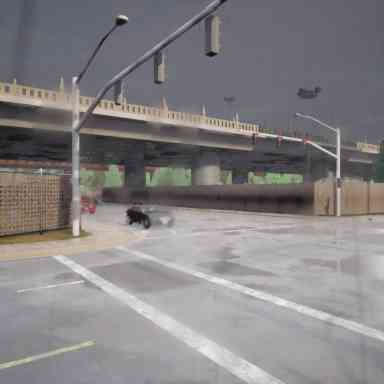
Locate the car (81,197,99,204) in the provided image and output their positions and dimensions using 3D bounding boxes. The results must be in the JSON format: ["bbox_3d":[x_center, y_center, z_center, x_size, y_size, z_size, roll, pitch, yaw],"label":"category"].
[{"bbox_3d":[-19.747,1.619,64.291,1.994,1.385,4.181,0,0,-36],"label":"car"}]

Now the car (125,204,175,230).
[{"bbox_3d":[-2.863,1.547,21.982,2.128,1.511,4.902,0,0,-31],"label":"car"}]

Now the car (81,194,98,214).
[{"bbox_3d":[-12.017,1.269,35.125,2.150,2.045,5.566,0,1,-36],"label":"car"}]
